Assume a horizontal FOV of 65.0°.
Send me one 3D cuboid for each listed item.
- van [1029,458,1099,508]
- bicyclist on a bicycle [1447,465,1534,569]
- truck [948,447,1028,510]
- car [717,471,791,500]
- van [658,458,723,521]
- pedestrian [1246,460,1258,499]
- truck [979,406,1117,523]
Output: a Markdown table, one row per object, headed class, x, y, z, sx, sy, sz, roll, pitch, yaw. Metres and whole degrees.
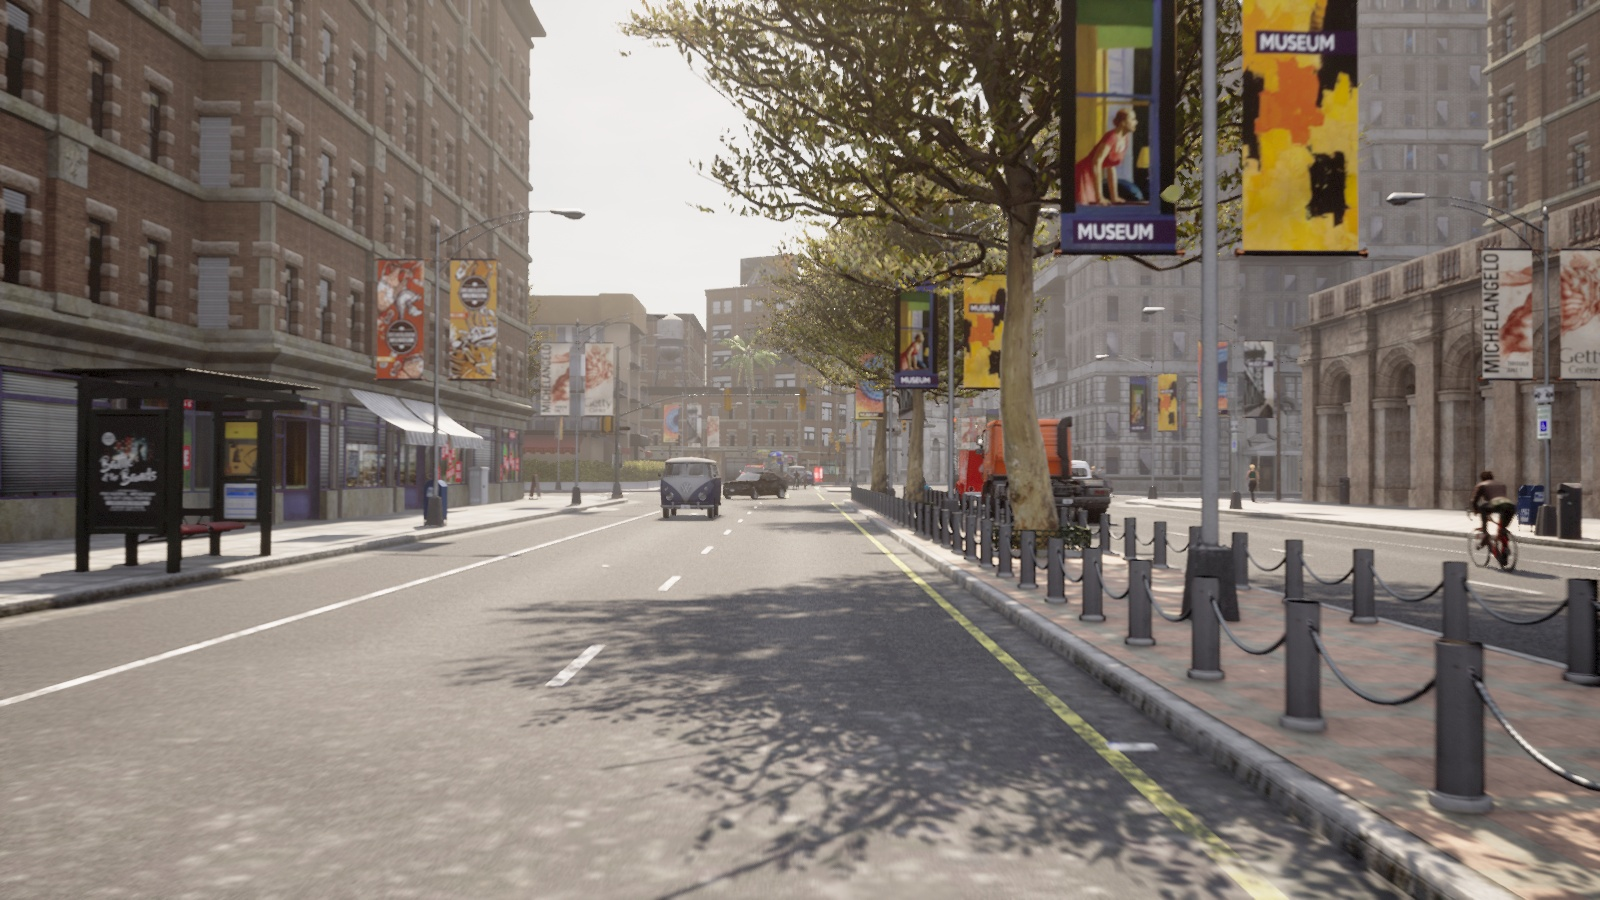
| class | x | y | z | sx | sy | sz | roll | pitch | yaw |
| --- | --- | --- | --- | --- | --- | --- | --- | --- | --- |
| van | 11.366 | 1.402 | 54.325 | 2.069 | 2.038 | 4.480 | 0 | -1 | 0 |
| bicyclist on a bicycle | 11.230 | 1.066 | 20.488 | 0.582 | 1.620 | 1.656 | -1 | -1 | 5 |
| truck | 7.764 | 1.175 | 52.463 | 2.627 | 2.467 | 5.204 | 0 | -1 | 1 |
| car | -2.509 | 1.968 | 69.602 | 1.882 | 1.535 | 5.008 | -1 | -1 | 27 |
| van | -3.604 | 1.283 | 41.905 | 1.775 | 1.987 | 4.442 | 0 | -1 | 0 |
| pedestrian | 21.342 | 1.379 | 59.320 | 0.345 | 1.836 | 0.594 | 0 | -1 | 0 |
| truck | 7.895 | 0.489 | 41.089 | 2.891 | 3.462 | 7.936 | 0 | -1 | 0 |
